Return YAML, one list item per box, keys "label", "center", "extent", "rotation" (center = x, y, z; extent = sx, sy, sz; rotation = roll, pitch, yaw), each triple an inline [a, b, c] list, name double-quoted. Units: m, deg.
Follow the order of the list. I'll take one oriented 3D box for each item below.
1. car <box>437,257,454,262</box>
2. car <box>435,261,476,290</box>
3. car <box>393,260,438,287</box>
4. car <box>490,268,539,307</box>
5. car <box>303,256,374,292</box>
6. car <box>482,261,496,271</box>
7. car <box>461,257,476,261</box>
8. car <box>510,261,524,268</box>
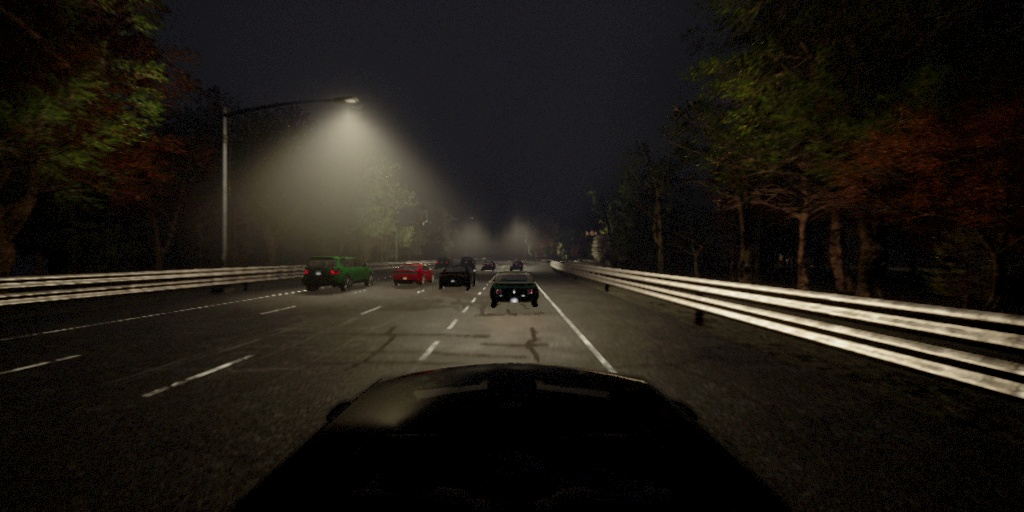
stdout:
- label: "car"
  center: [-10.423, 1.116, 55.841]
  extent: [2.150, 2.045, 5.566]
  rotation: [0, 0, 0]
- label: "car"
  center: [-3.411, 1.284, 23.118]
  extent: [1.882, 1.535, 5.008]
  rotation: [0, 0, 0]
- label: "car"
  center: [-6.911, 1.290, 25.606]
  extent: [1.882, 1.535, 5.008]
  rotation: [0, 0, 0]
- label: "car"
  center: [0.093, 1.388, 15.762]
  extent: [1.895, 1.301, 4.718]
  rotation: [0, 0, 0]
- label: "car"
  center: [-10.407, 1.025, 21.944]
  extent: [2.150, 2.045, 5.566]
  rotation: [0, 0, 0]
- label: "car"
  center: [-3.422, 1.436, 53.752]
  extent: [2.033, 1.411, 5.357]
  rotation: [0, 0, 0]
- label: "car"
  center: [-6.924, 1.119, 56.732]
  extent: [2.150, 2.045, 5.566]
  rotation: [0, 0, 0]
- label: "car"
  center: [0.800, 1.435, 53.433]
  extent: [2.033, 1.411, 5.357]
  rotation: [0, 0, 5]
